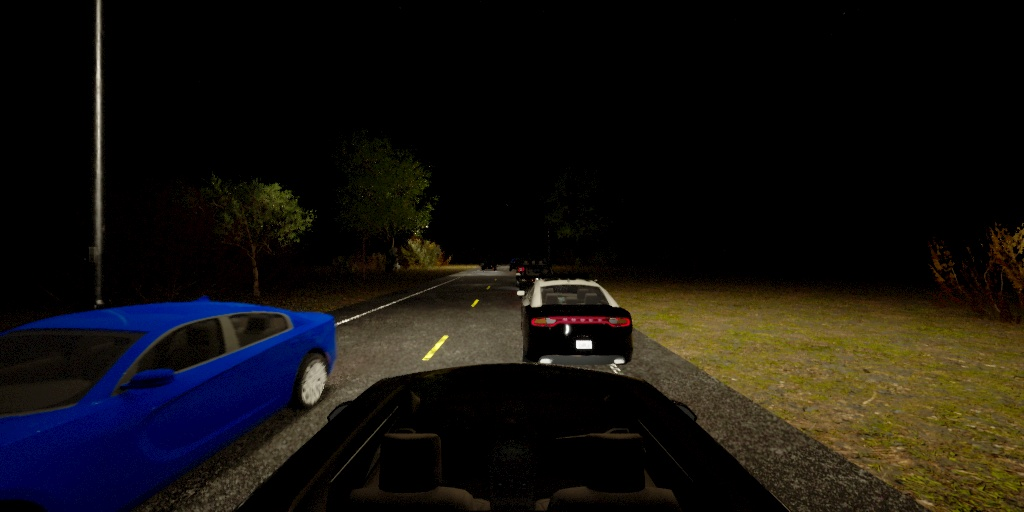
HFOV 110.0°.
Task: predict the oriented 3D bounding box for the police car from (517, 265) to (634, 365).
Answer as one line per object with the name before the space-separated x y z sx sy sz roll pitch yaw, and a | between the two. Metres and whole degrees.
police car | 1.152 1.174 8.163 1.930 1.638 5.238 0 0 1

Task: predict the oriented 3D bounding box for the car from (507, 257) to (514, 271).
car | 0.631 1.234 46.583 1.812 1.442 4.674 0 0 1

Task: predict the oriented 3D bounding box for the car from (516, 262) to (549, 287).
car | 1.278 1.250 18.052 1.837 1.490 4.892 0 0 1

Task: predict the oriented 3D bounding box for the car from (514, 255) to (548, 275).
car | 1.354 0.964 24.081 2.150 2.045 5.566 0 0 1

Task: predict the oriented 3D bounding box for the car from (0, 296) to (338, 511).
car | -3.560 1.227 3.305 1.882 1.535 5.008 0 0 1

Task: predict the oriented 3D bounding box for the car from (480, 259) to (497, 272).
car | -3.010 1.212 46.741 1.837 1.490 4.892 0 0 1
